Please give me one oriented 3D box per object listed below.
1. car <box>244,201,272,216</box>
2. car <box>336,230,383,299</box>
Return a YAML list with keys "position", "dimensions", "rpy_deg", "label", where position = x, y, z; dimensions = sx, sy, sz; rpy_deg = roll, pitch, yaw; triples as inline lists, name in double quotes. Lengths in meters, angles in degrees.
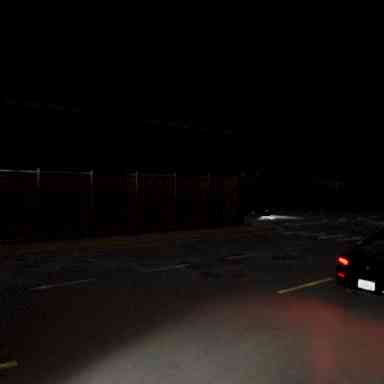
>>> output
- position: [5.905, 1.618, 32.975]
  dimensions: [1.994, 1.385, 4.181]
  rpy_deg: [0, 0, -36]
  label: "car"
- position: [5.047, 1.525, 7.386]
  dimensions: [4.674, 1.442, 1.812]
  rpy_deg: [0, 0, -36]
  label: "car"
